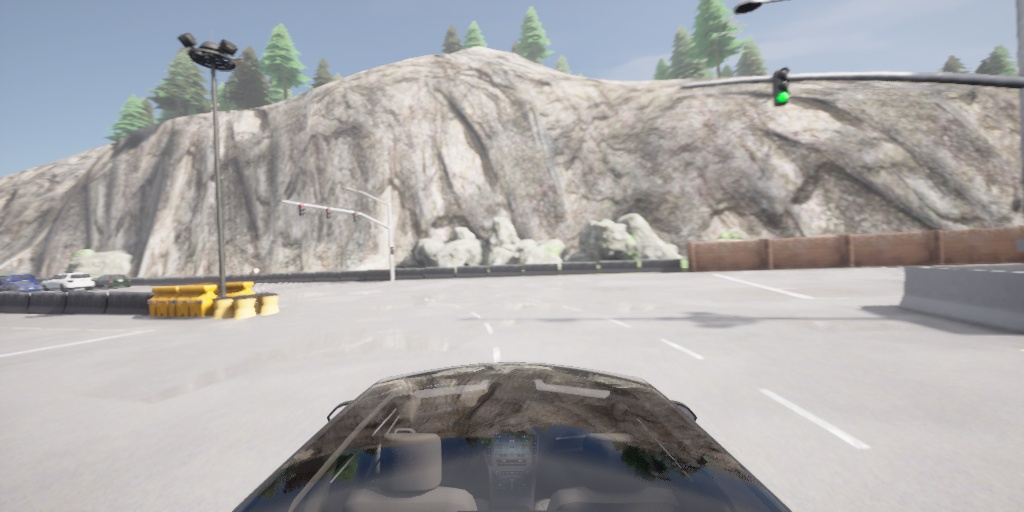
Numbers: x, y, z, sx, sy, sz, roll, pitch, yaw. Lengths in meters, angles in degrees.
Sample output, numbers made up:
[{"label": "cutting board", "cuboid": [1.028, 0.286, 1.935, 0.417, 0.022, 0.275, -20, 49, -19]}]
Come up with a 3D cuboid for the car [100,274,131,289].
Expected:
[{"label": "car", "cuboid": [-48.445, 3.032, 43.129, 4.553, 1.767, 2.097, -2, 0, 17]}]

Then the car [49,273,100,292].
[{"label": "car", "cuboid": [-49.127, 2.937, 39.677, 5.566, 2.045, 2.150, -2, 0, 17]}]

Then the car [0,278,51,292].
[{"label": "car", "cuboid": [-50.101, 3.308, 36.320, 5.357, 1.411, 2.033, -2, 0, 17]}]
